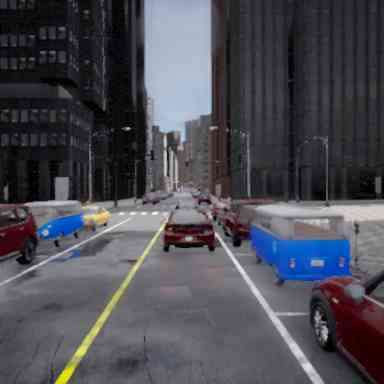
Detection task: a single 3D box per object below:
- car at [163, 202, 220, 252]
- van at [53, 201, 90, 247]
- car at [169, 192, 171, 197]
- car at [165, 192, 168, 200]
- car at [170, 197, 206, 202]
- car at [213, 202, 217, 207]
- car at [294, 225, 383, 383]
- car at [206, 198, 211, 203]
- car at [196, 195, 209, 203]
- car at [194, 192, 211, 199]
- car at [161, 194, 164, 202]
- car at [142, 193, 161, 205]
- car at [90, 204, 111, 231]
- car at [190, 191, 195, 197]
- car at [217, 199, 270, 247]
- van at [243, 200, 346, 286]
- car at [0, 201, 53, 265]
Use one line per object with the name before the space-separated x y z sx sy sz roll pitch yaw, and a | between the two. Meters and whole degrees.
car | -0.132 1.396 13.631 1.882 1.535 5.008 0 0 -1
van | -5.981 1.287 14.354 1.690 1.788 3.998 -1 0 -1
car | -7.182 1.148 86.293 1.887 1.381 4.507 -1 0 -1
car | -6.993 1.210 75.008 1.947 1.339 4.313 -1 0 -1
car | -0.371 1.352 24.038 2.128 1.511 4.902 0 0 -1
car | 2.456 1.419 20.010 2.008 1.369 4.403 -1 0 -1
car | 2.735 1.404 3.436 1.967 1.590 4.097 -1 0 -1
car | 2.362 1.382 25.534 1.887 1.381 4.507 -1 0 -1
car | 1.815 1.236 58.214 1.947 1.339 4.313 -1 0 -1
car | 1.907 1.012 52.570 2.192 1.841 5.009 -1 0 -1
car | -6.712 1.031 58.080 2.192 1.841 5.009 -1 0 -1
car | -6.617 1.058 52.437 2.192 1.841 5.009 -1 0 -1
car | -6.068 1.440 19.709 1.752 1.417 4.829 -1 0 -1
car | 1.248 1.084 92.072 1.887 1.381 4.507 -1 0 -1
car | 2.547 1.215 14.484 2.192 1.841 5.009 -1 0 -1
van | 2.641 1.273 8.959 1.690 1.788 3.998 -1 0 -1
car | -5.890 1.293 8.830 2.192 1.841 5.009 -1 0 -1
